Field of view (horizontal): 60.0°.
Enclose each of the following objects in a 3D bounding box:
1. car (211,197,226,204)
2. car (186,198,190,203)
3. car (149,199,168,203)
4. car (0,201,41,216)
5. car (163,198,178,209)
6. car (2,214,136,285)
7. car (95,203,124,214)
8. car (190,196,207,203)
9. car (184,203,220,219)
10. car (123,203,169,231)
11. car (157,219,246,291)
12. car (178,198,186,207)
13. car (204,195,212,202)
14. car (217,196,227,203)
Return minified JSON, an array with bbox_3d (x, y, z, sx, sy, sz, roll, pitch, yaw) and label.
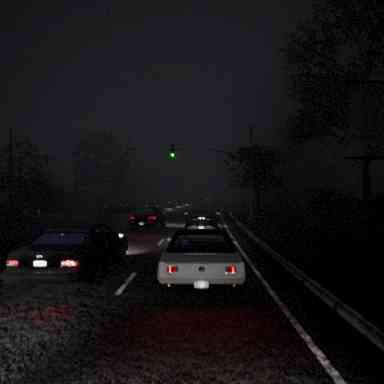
[{"bbox_3d":[6.128,2.072,76.044,1.994,1.385,4.181,0,0,9],"label":"car"},{"bbox_3d":[-1.520,2.050,72.369,1.994,1.385,4.181,0,0,8],"label":"car"},{"bbox_3d":[-4.942,1.907,44.567,1.895,1.301,4.718,0,0,5],"label":"car"},{"bbox_3d":[-18.261,1.729,34.650,4.902,1.511,2.128,0,0,6],"label":"car"},{"bbox_3d":[-4.023,1.720,53.492,2.097,1.767,4.553,0,0,6],"label":"car"},{"bbox_3d":[-3.255,1.615,9.725,2.033,1.411,5.357,0,0,1],"label":"car"},{"bbox_3d":[-7.657,1.841,35.013,4.718,1.301,1.895,0,0,-9],"label":"car"},{"bbox_3d":[1.280,2.058,66.427,1.895,1.301,4.718,0,0,8],"label":"car"},{"bbox_3d":[0.601,1.646,20.141,1.837,1.490,4.892,0,0,2],"label":"car"},{"bbox_3d":[-2.827,1.674,21.553,1.812,1.442,4.674,0,0,3],"label":"car"},{"bbox_3d":[0.238,1.665,9.184,1.895,1.301,4.718,0,0,1],"label":"car"},{"bbox_3d":[-2.931,1.934,62.410,1.837,1.490,4.892,0,0,8],"label":"car"},{"bbox_3d":[4.267,1.818,86.053,2.150,2.045,5.566,0,0,11],"label":"car"},{"bbox_3d":[7.768,1.937,85.755,1.882,1.535,5.008,0,0,11],"label":"car"}]
